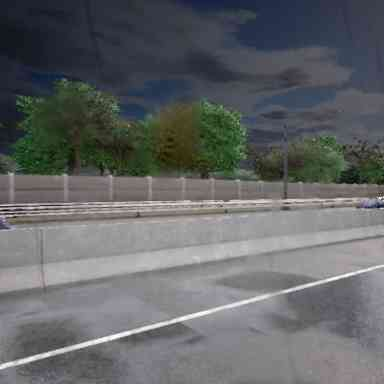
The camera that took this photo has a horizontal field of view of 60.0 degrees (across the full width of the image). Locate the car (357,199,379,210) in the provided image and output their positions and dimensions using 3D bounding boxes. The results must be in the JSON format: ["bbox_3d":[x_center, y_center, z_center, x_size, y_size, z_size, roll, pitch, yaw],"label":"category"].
[{"bbox_3d":[22.394,1.546,41.212,4.674,1.442,1.812,0,0,-35],"label":"car"}]

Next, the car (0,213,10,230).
[{"bbox_3d":[-10.211,1.349,13.901,4.553,1.767,2.097,0,0,-35],"label":"car"}]

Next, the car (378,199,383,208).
[{"bbox_3d":[23.499,1.585,37.712,4.181,1.385,1.994,0,0,-35],"label":"car"}]
